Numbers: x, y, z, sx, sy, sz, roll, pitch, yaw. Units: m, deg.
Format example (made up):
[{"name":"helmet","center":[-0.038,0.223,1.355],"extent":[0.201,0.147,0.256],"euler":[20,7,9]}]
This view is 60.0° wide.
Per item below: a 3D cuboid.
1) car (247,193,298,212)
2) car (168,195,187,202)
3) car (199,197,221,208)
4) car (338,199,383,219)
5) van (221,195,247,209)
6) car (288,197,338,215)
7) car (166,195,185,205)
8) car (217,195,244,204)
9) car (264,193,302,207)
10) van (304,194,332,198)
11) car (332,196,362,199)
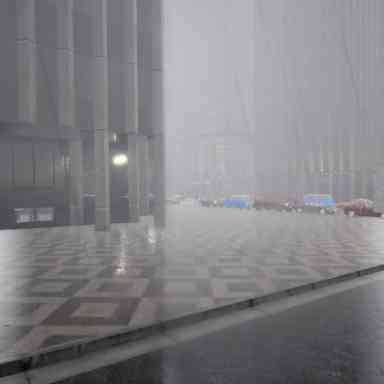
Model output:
[{"name":"car","center":[9.173,1.290,37.907],"extent":[2.192,1.841,5.009],"euler":[-1,1,-35]},{"name":"car","center":[-3.121,1.256,69.842],"extent":[2.008,1.369,4.403],"euler":[-1,1,-35]},{"name":"car","center":[2.755,1.370,46.903],"extent":[1.967,1.590,4.097],"euler":[-1,1,-35]},{"name":"car","center":[15.594,1.566,28.914],"extent":[1.887,1.381,4.507],"euler":[-1,1,-35]},{"name":"van","center":[5.963,1.293,42.405],"extent":[1.690,1.788,3.998],"euler":[-1,1,-35]},{"name":"car","center":[12.385,1.548,33.412],"extent":[2.008,1.369,4.403],"euler":[-1,1,-35]},{"name":"car","center":[-3.664,1.437,55.899],"extent":[2.008,1.369,4.403],"euler":[-1,1,-35]},{"name":"car","center":[6.404,1.295,56.485],"extent":[1.752,1.417,4.829],"euler":[-1,1,-35]},{"name":"car","center":[12.916,1.129,47.348],"extent":[2.192,1.841,5.009],"euler":[-1,1,-35]},{"name":"van","center":[16.124,1.178,42.849],"extent":[1.690,1.788,3.998],"euler":[-1,1,-35]},{"name":"car","center":[19.234,1.384,38.492],"extent":[1.752,1.417,4.829],"euler":[-1,1,-35]}]
